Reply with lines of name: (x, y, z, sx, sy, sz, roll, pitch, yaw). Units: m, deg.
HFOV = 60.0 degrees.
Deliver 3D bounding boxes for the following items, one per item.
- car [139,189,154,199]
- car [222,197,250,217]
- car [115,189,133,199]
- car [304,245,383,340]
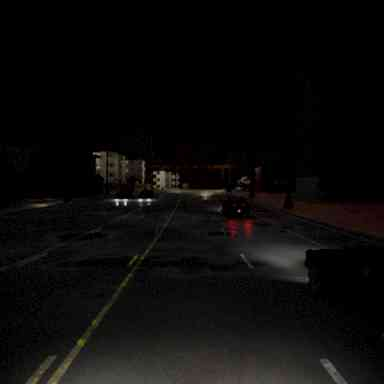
car: (-7.091, 0.267, 52.506, 2.033, 1.411, 5.357, 0, 2, 0)
car: (3.553, 1.156, 27.500, 2.128, 1.511, 4.902, 0, 2, 0)
car: (-10.593, 0.279, 52.198, 2.033, 1.411, 5.357, 0, 2, 0)
car: (3.592, 1.585, 5.797, 1.895, 1.301, 4.718, 0, 0, 0)
